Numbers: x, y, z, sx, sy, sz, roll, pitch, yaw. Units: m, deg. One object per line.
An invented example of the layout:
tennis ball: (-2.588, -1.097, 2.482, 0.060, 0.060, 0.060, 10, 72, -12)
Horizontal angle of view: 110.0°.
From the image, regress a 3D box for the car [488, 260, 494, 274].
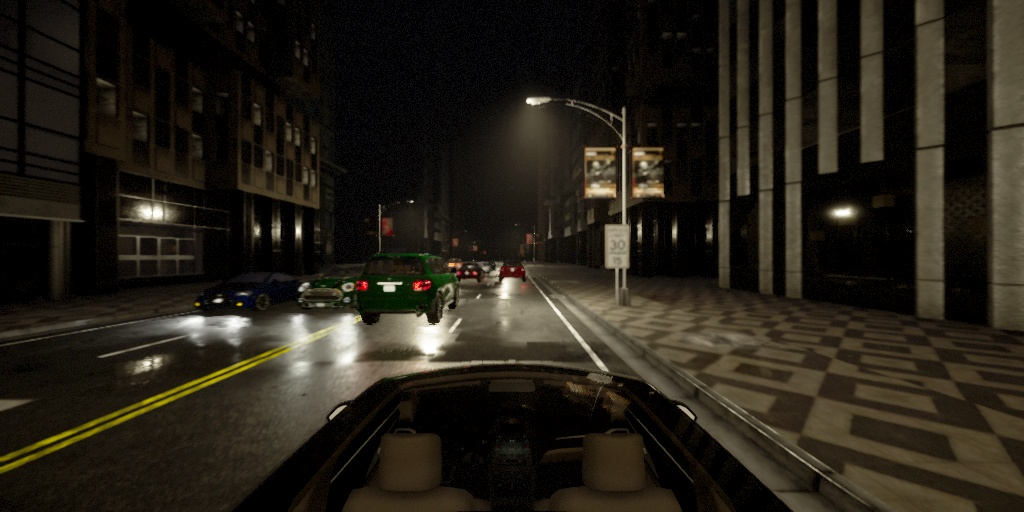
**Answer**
car: (-3.251, 1.316, 38.675, 1.895, 1.301, 4.718, 0, 0, 0)

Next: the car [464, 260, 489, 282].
car: (-3.214, 1.274, 28.275, 2.033, 1.411, 5.357, 0, 0, 1)

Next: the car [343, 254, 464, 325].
car: (-3.151, 0.961, 11.898, 2.150, 2.045, 5.566, 0, -1, 0)

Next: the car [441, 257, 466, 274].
car: (-6.526, 1.064, 40.595, 2.097, 1.767, 4.553, 0, 0, 0)

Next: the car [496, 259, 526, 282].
car: (0.050, 1.077, 29.191, 2.097, 1.767, 4.553, 0, 0, 0)

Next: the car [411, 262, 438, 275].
car: (-9.775, 1.315, 40.455, 1.895, 1.301, 4.718, 0, 0, 0)

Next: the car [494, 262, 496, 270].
car: (-3.238, 1.266, 50.106, 1.994, 1.385, 4.181, 0, 0, 0)

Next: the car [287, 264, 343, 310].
car: (-6.599, 1.094, 14.612, 2.097, 1.767, 4.553, 0, 0, 0)

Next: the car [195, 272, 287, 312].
car: (-9.850, 1.307, 14.008, 1.994, 1.385, 4.181, 0, 0, 0)
